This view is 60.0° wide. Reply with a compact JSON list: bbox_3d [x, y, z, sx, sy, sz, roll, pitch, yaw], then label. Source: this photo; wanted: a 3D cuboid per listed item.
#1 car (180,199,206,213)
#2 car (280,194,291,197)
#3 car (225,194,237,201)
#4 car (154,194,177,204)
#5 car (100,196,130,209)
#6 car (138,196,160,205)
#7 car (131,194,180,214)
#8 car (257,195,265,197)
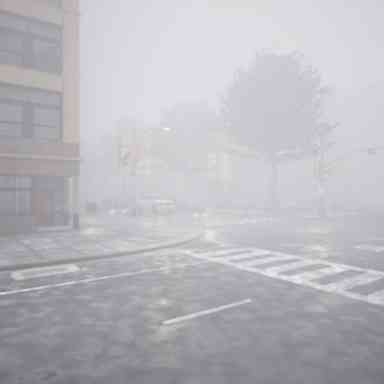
[{"bbox_3d":[-0.692,1.503,36.251,2.033,1.411,5.357,0,0,-36],"label":"car"},{"bbox_3d":[18.667,1.198,69.375,2.002,1.452,4.674,0,0,-36],"label":"car"},{"bbox_3d":[8.197,1.300,76.867,2.161,1.482,4.786,0,0,-36],"label":"car"},{"bbox_3d":[-4.957,1.282,62.066,2.097,1.767,4.553,0,0,-36],"label":"car"},{"bbox_3d":[-10.462,1.315,43.922,2.097,1.767,4.553,0,0,-35],"label":"car"},{"bbox_3d":[-7.817,1.442,60.049,1.837,1.490,4.892,0,0,-36],"label":"car"},{"bbox_3d":[-3.922,1.184,34.752,2.150,2.045,5.566,0,0,-36],"label":"car"},{"bbox_3d":[17.854,1.325,83.308,1.895,1.301,4.718,0,0,-36],"label":"car"}]
